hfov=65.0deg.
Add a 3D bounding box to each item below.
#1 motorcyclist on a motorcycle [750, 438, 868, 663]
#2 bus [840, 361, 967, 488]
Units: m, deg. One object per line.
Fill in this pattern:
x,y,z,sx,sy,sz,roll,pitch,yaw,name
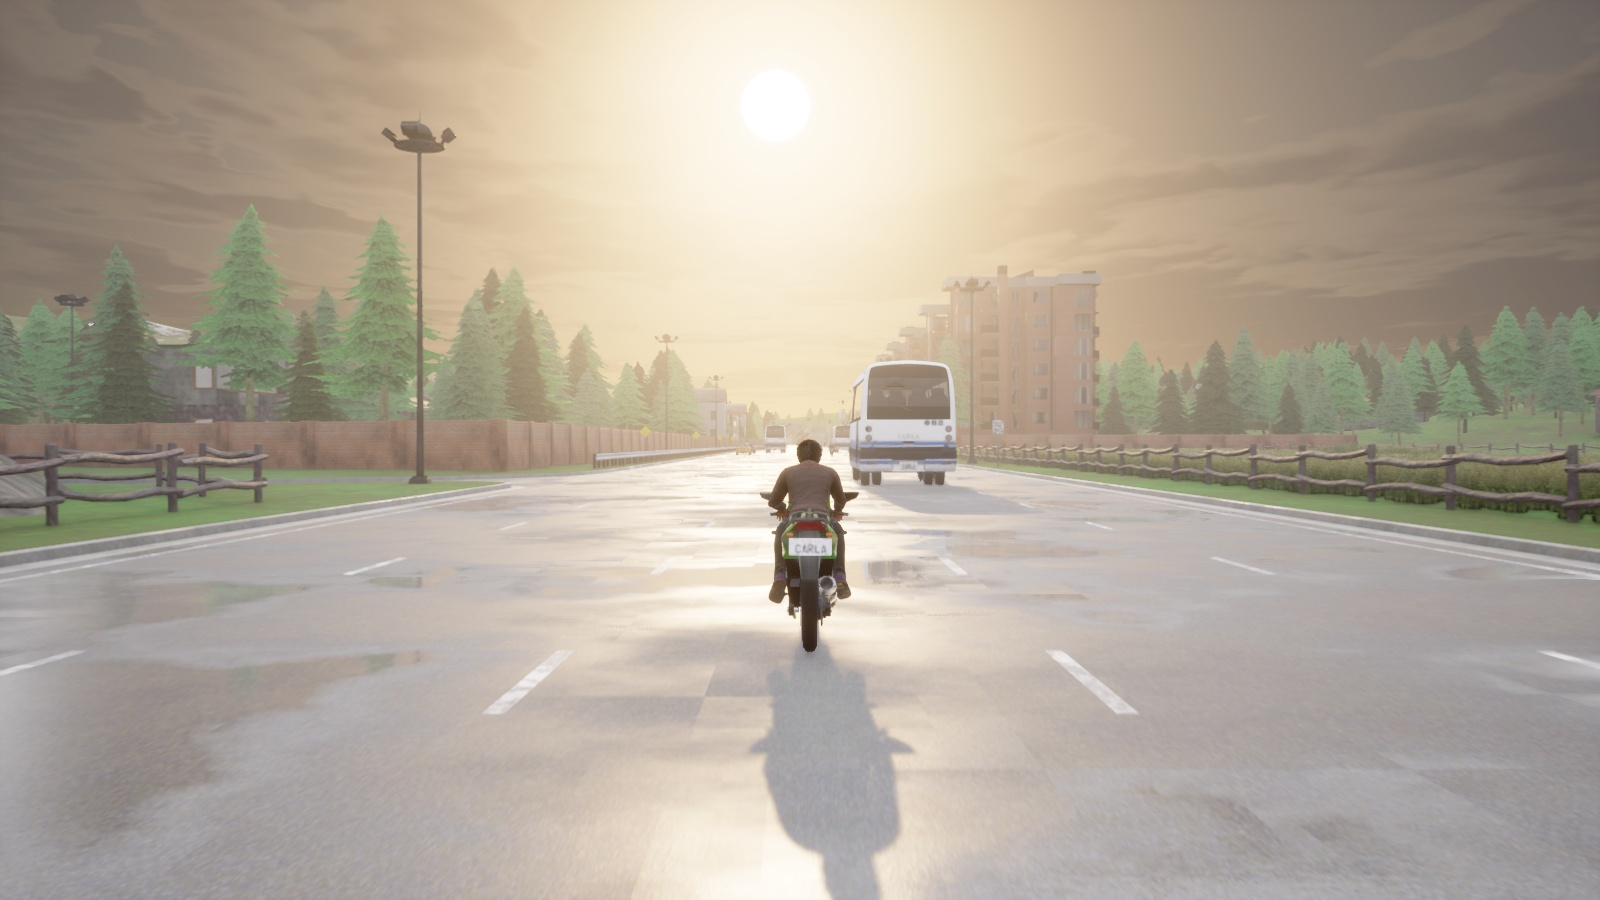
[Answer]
0.069,0.675,9.522,0.797,1.523,2.044,0,0,0,motorcyclist on a motorcycle
3.619,-0.893,47.229,3.944,4.253,10.273,0,0,0,bus
